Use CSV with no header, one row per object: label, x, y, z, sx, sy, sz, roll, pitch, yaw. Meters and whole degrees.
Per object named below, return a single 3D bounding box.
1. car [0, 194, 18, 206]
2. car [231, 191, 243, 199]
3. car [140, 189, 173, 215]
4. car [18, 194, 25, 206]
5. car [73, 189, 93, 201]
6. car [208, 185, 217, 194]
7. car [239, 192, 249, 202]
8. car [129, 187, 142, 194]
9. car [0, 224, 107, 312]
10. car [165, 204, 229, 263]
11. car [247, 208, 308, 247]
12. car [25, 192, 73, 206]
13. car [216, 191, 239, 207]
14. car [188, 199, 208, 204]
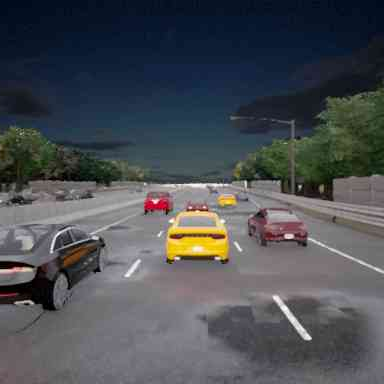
car,-23.115,0.987,42.178,2.128,1.511,4.902,0,1,-1
car,8.456,0.561,63.052,1.895,1.301,4.718,0,2,2
car,-2.980,0.916,30.342,2.150,2.045,5.566,0,1,2
car,-20.197,1.068,43.424,1.895,1.301,4.718,0,1,2
car,-16.561,0.547,49.725,2.150,2.045,5.566,0,1,2
car,5.811,-0.308,89.437,1.812,1.442,4.674,0,2,2
car,7.999,0.790,52.991,1.994,1.385,4.181,0,1,4
car,-12.228,-0.092,73.140,2.150,2.045,5.566,0,2,2
car,-3.358,1.469,7.643,2.128,1.511,4.902,0,0,0
car,0.179,1.425,11.830,1.882,1.535,5.008,0,1,1
car,3.606,1.440,14.535,1.812,1.442,4.674,0,1,1
car,-13.628,1.023,32.098,2.097,1.767,4.553,0,1,2
car,4.230,0.978,40.737,1.882,1.535,5.008,0,1,2
car,0.510,1.299,29.963,1.895,1.301,4.718,0,1,1
